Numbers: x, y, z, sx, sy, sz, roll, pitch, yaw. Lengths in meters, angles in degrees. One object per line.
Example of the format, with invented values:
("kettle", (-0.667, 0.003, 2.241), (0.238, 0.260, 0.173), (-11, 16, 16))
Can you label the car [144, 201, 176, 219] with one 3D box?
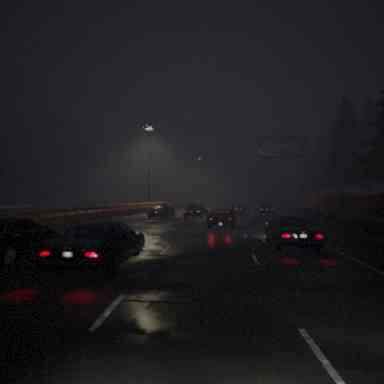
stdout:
("car", (-3.023, 1.917, 33.815), (1.994, 1.385, 4.181), (0, -1, 11))

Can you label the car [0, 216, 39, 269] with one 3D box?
("car", (-6.357, 1.600, 11.598), (1.837, 1.490, 4.892), (0, -1, 4))

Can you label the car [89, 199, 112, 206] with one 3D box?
("car", (-15.797, 2.159, 58.675), (1.994, 1.385, 4.181), (0, -1, 12))

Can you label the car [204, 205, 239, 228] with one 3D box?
("car", (2.276, 1.880, 24.488), (1.895, 1.301, 4.718), (0, -1, 9))

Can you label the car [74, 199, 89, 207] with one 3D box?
("car", (-19.226, 2.049, 59.375), (2.128, 1.511, 4.902), (0, -1, 12))

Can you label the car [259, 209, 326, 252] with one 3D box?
("car", (4.447, 1.734, 14.979), (2.033, 1.411, 5.357), (0, -1, 6))

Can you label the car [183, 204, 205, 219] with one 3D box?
("car", (0.480, 1.917, 33.655), (2.033, 1.411, 5.357), (0, -1, 12))

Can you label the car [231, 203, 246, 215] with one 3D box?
("car", (5.544, 2.019, 40.735), (2.033, 1.411, 5.357), (0, -1, 12))

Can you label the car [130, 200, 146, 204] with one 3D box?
("car", (-8.953, 1.978, 57.200), (1.895, 1.301, 4.718), (0, -1, 12))

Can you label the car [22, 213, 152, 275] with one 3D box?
("car", (-2.952, 1.652, 10.885), (2.033, 1.411, 5.357), (0, -1, 4))

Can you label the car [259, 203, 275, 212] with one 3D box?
("car", (8.715, 2.015, 38.853), (2.033, 1.411, 5.357), (0, -1, 12))
